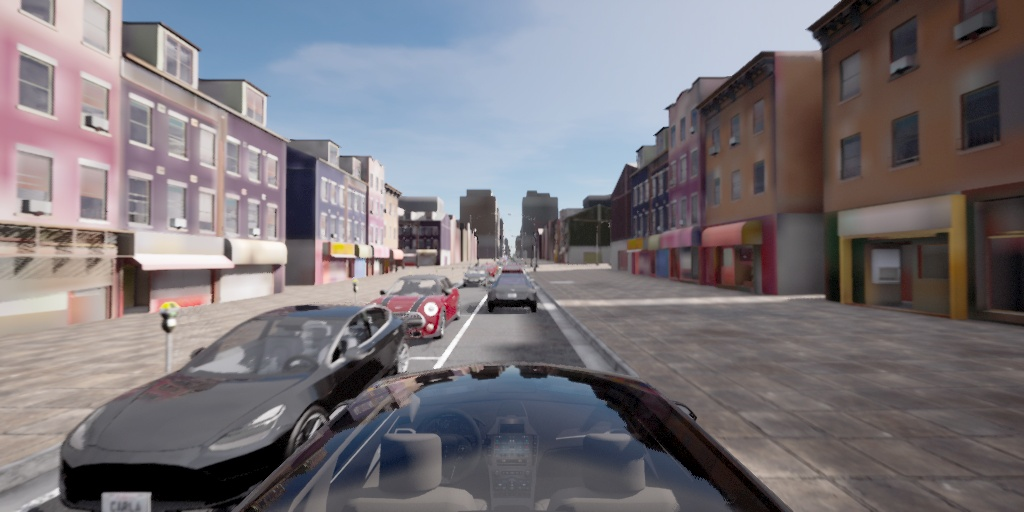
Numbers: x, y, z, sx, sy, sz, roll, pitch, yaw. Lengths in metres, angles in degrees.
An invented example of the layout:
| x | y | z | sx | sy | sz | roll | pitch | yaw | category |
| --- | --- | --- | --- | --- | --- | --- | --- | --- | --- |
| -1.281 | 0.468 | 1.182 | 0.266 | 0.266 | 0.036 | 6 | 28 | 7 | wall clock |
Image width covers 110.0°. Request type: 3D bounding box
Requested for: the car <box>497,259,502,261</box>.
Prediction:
| x | y | z | sx | sy | sz | roll | pitch | yaw | category |
| --- | --- | --- | --- | --- | --- | --- | --- | --- | --- |
| -2.631 | 1.483 | 48.752 | 1.751 | 1.417 | 4.829 | 0 | 0 | 0 | car |

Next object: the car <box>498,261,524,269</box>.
| x | y | z | sx | sy | sz | roll | pitch | yaw | category |
| --- | --- | --- | --- | --- | --- | --- | --- | --- | --- |
| 0.033 | 1.441 | 31.100 | 1.882 | 1.535 | 5.008 | 0 | 0 | 1 | car |

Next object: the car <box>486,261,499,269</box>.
| x | y | z | sx | sy | sz | roll | pitch | yaw | category |
| --- | --- | --- | --- | --- | --- | --- | --- | --- | --- |
| -2.632 | 1.520 | 37.849 | 1.888 | 1.381 | 4.507 | 0 | 0 | 0 | car |

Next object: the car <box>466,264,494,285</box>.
| x | y | z | sx | sy | sz | roll | pitch | yaw | category |
| --- | --- | --- | --- | --- | --- | --- | --- | --- | --- |
| -2.634 | 1.501 | 26.774 | 2.007 | 1.370 | 4.403 | 0 | 0 | 0 | car |

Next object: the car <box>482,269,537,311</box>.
| x | y | z | sx | sy | sz | roll | pitch | yaw | category |
| --- | --- | --- | --- | --- | --- | --- | --- | --- | --- |
| 0.021 | 1.443 | 15.271 | 1.994 | 1.385 | 4.181 | 0 | 0 | 0 | car |

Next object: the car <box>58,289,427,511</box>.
| x | y | z | sx | sy | sz | roll | pitch | yaw | category |
| --- | --- | --- | --- | --- | --- | --- | --- | --- | --- |
| -2.637 | 1.345 | 4.624 | 1.948 | 1.339 | 4.313 | 0 | 0 | 0 | car |

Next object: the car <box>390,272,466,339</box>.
| x | y | z | sx | sy | sz | roll | pitch | yaw | category |
| --- | --- | --- | --- | --- | --- | --- | --- | --- | --- |
| -2.636 | 1.273 | 10.157 | 1.967 | 1.591 | 4.097 | 0 | 0 | 0 | car |

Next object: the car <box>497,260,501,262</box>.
| x | y | z | sx | sy | sz | roll | pitch | yaw | category |
| --- | --- | --- | --- | --- | --- | --- | --- | --- | --- |
| -2.631 | 1.517 | 43.385 | 1.888 | 1.381 | 4.507 | 0 | 0 | 0 | car |
